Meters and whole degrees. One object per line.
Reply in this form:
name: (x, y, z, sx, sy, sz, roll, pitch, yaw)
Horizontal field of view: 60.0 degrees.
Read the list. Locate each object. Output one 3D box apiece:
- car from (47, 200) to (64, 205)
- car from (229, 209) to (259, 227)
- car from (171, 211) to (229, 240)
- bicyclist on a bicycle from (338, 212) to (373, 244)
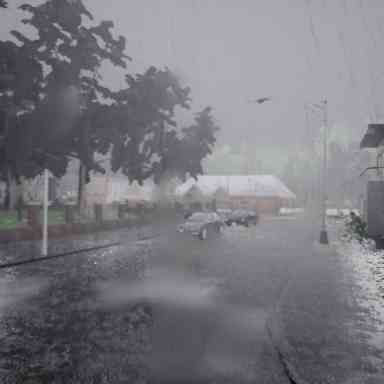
car: (-23.355, 2.120, 58.634, 5.008, 1.535, 1.882, 1, -1, 23)
car: (4.426, 2.212, 28.888, 2.033, 1.411, 5.357, 1, -1, 24)
car: (0.444, 1.907, 19.775, 1.837, 1.490, 4.892, 1, -1, 23)
bicyclist on a bicycle: (8.621, 1.885, 17.546, 1.656, 1.620, 0.582, 0, -1, 23)
